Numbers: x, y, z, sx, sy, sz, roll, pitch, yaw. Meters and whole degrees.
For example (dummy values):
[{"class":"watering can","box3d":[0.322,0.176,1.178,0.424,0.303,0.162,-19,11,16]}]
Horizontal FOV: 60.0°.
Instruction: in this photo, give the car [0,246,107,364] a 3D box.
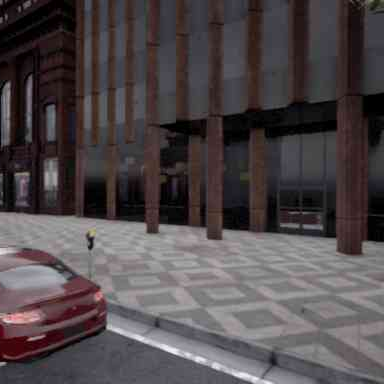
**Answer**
[{"class":"car","box3d":[-3.131,1.546,5.317,4.206,1.307,1.802,0,0,36]}]
